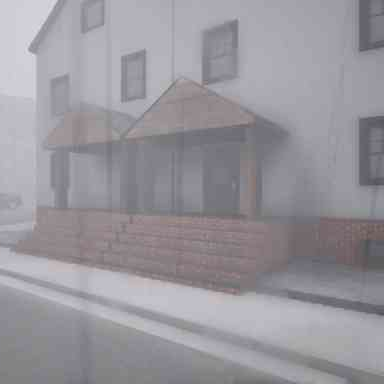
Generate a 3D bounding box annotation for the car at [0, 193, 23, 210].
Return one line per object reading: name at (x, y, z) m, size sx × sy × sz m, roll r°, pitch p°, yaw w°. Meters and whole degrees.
car at (-16.187, 0.891, 26.550) m, size 1.837 × 1.490 × 4.892 m, roll 0°, pitch 7°, yaw 35°
